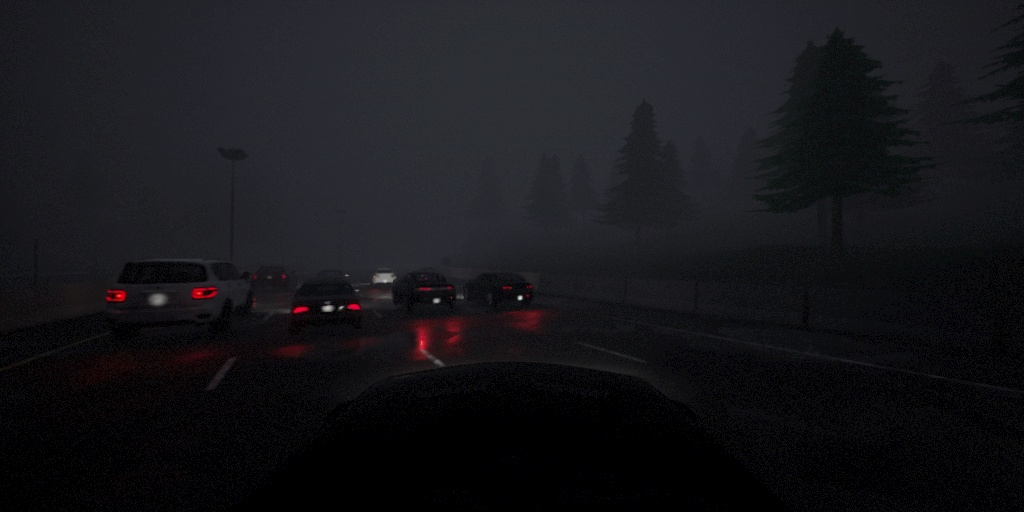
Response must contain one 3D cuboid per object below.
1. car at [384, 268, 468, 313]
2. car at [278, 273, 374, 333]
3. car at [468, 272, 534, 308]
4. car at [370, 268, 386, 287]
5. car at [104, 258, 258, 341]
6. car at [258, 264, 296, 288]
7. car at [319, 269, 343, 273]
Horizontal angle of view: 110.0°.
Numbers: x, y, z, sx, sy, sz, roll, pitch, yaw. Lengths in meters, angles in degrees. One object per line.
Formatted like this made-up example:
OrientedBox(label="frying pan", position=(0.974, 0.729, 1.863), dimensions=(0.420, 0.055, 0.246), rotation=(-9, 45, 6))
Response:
OrientedBox(label="car", position=(-3.809, 1.426, 15.052), dimensions=(2.128, 1.511, 4.902), rotation=(0, -1, -27))
OrientedBox(label="car", position=(-5.875, 1.430, 11.408), dimensions=(2.033, 1.411, 5.357), rotation=(0, -1, -28))
OrientedBox(label="car", position=(-0.763, 1.467, 16.779), dimensions=(1.837, 1.490, 4.892), rotation=(0, -1, -27))
OrientedBox(label="car", position=(-10.157, 1.641, 28.337), dimensions=(1.812, 1.442, 4.674), rotation=(0, -1, -23))
OrientedBox(label="car", position=(-9.449, 1.093, 10.707), dimensions=(2.150, 2.045, 5.566), rotation=(0, -1, -27))
OrientedBox(label="car", position=(-16.216, 1.412, 24.706), dimensions=(2.097, 1.767, 4.553), rotation=(0, -1, -23))
OrientedBox(label="car", position=(-12.242, 1.605, 24.265), dimensions=(2.033, 1.411, 5.357), rotation=(0, -1, -23))
